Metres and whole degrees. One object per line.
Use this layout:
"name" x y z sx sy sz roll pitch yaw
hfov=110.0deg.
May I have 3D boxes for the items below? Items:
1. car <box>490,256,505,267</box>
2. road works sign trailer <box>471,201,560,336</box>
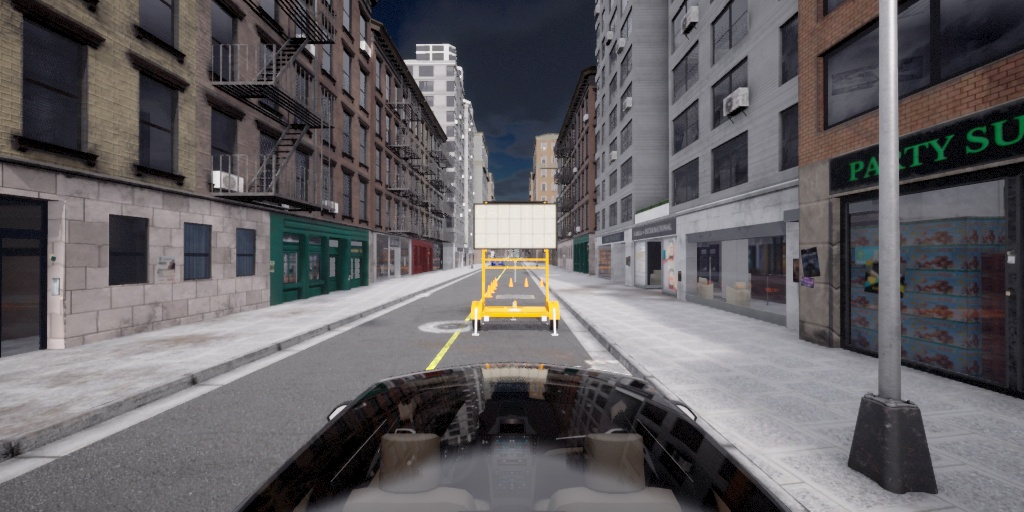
"car" -2.442 0.947 61.031 2.150 2.045 5.566 0 0 1
"road works sign trailer" 0.097 0.214 10.428 2.380 3.560 2.880 0 0 1
